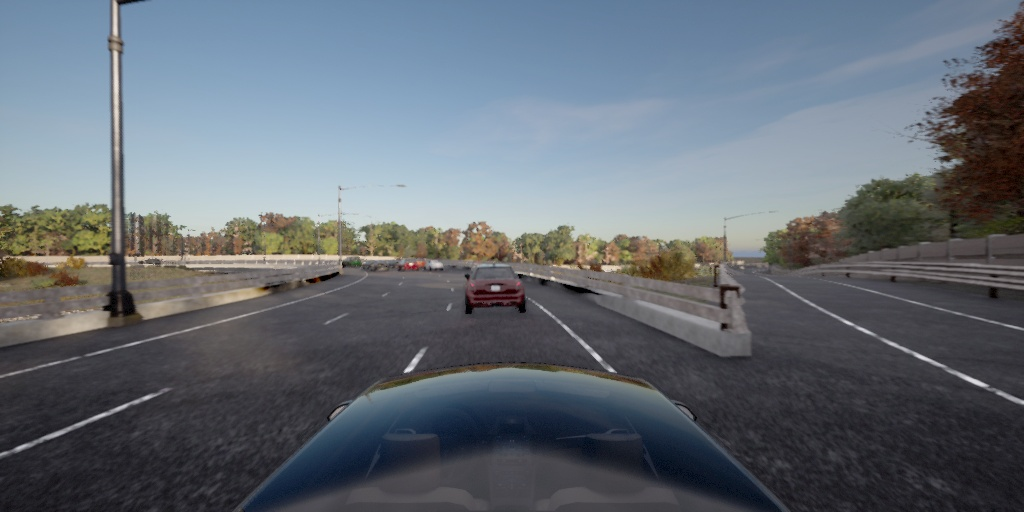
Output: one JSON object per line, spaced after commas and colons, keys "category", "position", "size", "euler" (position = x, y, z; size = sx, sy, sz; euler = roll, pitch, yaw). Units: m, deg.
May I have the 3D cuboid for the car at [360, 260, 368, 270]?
{"category": "car", "position": [-21.603, 1.366, 55.238], "size": [1.837, 1.490, 4.892], "euler": [-1, 0, -33]}

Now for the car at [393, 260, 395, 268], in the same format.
{"category": "car", "position": [-18.584, 1.330, 57.007], "size": [1.837, 1.490, 4.892], "euler": [-1, 0, -33]}

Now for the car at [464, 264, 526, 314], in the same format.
{"category": "car", "position": [-0.778, 1.083, 14.024], "size": [2.097, 1.767, 4.553], "euler": [-1, 0, -7]}

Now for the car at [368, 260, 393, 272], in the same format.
{"category": "car", "position": [-17.416, 1.338, 47.266], "size": [1.837, 1.490, 4.892], "euler": [-1, 0, -27]}

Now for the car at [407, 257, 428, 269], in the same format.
{"category": "car", "position": [-15.532, 1.138, 58.721], "size": [2.097, 1.767, 4.553], "euler": [-1, 0, -33]}

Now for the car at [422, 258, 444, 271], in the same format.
{"category": "car", "position": [-10.826, 1.282, 49.707], "size": [1.812, 1.442, 4.674], "euler": [-1, 0, -27]}

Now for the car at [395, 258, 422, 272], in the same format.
{"category": "car", "position": [-13.946, 1.146, 48.145], "size": [2.097, 1.767, 4.553], "euler": [-1, 0, -27]}
